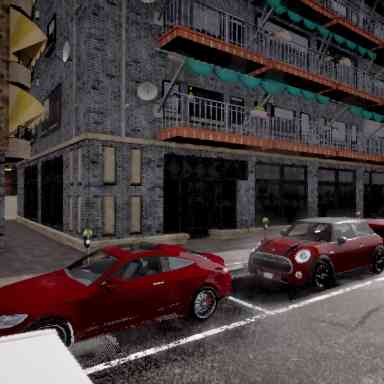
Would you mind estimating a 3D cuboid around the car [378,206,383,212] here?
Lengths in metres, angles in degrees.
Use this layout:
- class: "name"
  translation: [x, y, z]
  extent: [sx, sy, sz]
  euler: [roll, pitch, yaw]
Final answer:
- class: "car"
  translation: [8.028, 1.322, 12.315]
  extent: [5.009, 1.841, 2.192]
  euler: [0, 0, -36]

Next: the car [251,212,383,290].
- class: "car"
  translation: [3.423, 1.443, 9.016]
  extent: [4.097, 1.590, 1.967]
  euler: [0, 0, -36]

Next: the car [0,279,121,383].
- class: "car"
  translation: [-2.786, 1.600, 1.388]
  extent: [4.718, 1.301, 1.895]
  euler: [0, 0, -36]

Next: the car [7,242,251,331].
- class: "car"
  translation: [-1.180, 1.583, 5.718]
  extent: [4.206, 1.307, 1.802]
  euler: [0, 0, -36]
